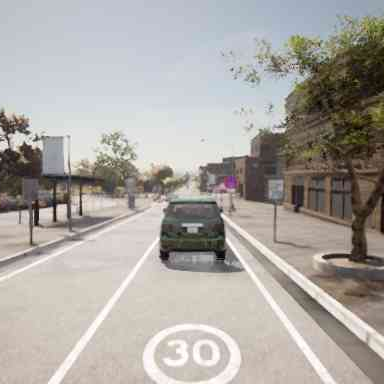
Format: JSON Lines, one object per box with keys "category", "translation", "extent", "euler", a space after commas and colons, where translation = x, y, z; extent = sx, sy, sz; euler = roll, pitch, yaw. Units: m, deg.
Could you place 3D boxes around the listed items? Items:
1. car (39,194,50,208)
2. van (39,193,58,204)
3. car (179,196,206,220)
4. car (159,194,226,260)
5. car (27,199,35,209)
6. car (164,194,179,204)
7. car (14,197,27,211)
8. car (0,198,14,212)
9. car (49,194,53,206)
{"category": "car", "translation": [-21.930, 1.407, 43.397], "extent": [5.366, 1.575, 1.946], "euler": [0, 0, 0]}
{"category": "van", "translation": [-22.006, 1.176, 48.948], "extent": [4.442, 1.987, 1.878], "euler": [0, 0, 0]}
{"category": "car", "translation": [0.045, 1.275, 28.494], "extent": [2.097, 1.767, 4.553], "euler": [0, 0, 1]}
{"category": "car", "translation": [0.035, 1.204, 12.539], "extent": [2.150, 2.045, 5.566], "euler": [0, 0, 0]}
{"category": "car", "translation": [-22.142, 1.443, 40.622], "extent": [4.792, 1.488, 2.163], "euler": [0, 0, 0]}
{"category": "car", "translation": [-3.325, 1.076, 53.960], "extent": [2.128, 1.511, 4.902], "euler": [0, 1, 0]}
{"category": "car", "translation": [-22.103, 1.419, 37.848], "extent": [4.892, 1.521, 2.231], "euler": [0, 0, 0]}
{"category": "car", "translation": [-22.111, 1.422, 35.073], "extent": [5.008, 1.535, 2.097], "euler": [0, 0, 0]}
{"category": "car", "translation": [-22.149, 1.436, 46.174], "extent": [4.792, 1.488, 2.163], "euler": [0, 0, 0]}
